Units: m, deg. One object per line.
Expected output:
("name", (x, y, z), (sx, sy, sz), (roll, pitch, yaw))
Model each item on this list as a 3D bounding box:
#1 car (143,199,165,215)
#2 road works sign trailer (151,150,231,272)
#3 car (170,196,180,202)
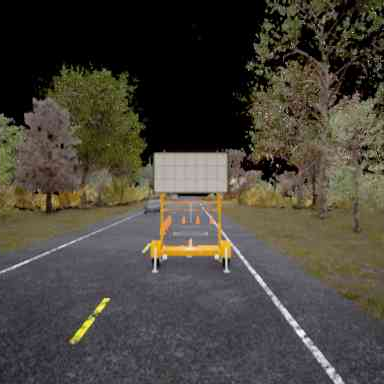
("car", (-3.732, 1.483, 33.652), (1.837, 1.490, 4.892), (0, 0, 0))
("road works sign trailer", (-0.036, 0.451, 10.670), (2.380, 3.560, 2.880), (0, 0, 0))
("car", (-3.799, 1.562, 74.765), (1.994, 1.385, 4.181), (0, 0, 0))
